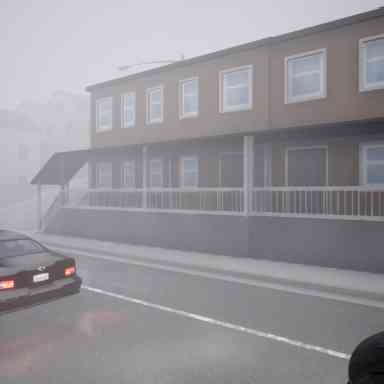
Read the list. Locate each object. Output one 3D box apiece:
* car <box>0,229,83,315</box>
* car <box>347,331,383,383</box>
[{"bbox_3d":[-4.687,1.547,7.306,5.357,1.411,2.033,0,0,36],"label":"car"},{"bbox_3d":[3.438,1.478,1.536,5.008,1.535,1.882,0,0,35],"label":"car"}]
